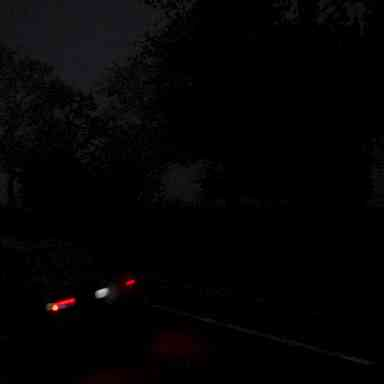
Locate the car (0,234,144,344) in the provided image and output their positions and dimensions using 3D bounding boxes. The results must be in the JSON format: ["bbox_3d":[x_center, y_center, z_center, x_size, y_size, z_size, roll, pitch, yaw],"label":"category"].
[{"bbox_3d":[-3.374,1.545,6.396,5.357,1.411,2.033,0,0,35],"label":"car"}]
